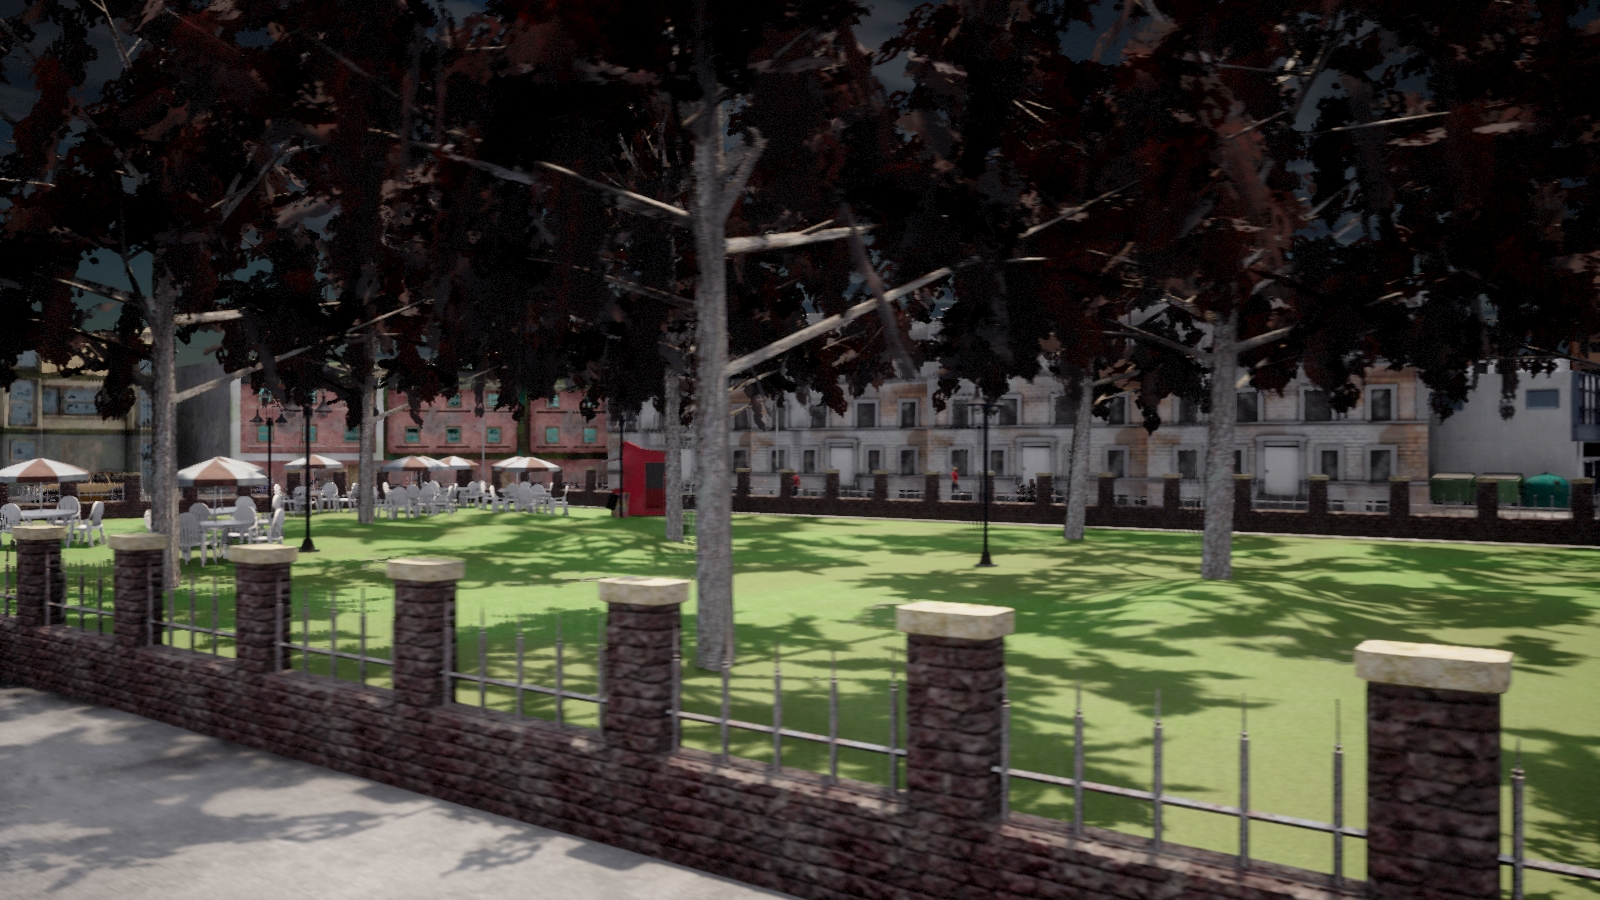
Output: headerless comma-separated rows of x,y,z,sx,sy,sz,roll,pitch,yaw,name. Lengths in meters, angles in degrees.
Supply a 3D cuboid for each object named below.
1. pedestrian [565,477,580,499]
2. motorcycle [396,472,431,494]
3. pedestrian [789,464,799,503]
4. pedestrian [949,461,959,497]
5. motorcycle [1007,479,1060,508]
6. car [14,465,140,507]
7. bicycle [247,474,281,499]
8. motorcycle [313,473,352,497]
-11.405,1.903,57.303,0.500,1.100,0.500,0,0,33,pedestrian
-22.930,1.964,67.738,1.805,1.236,0.856,0,1,-30,motorcycle
-0.290,1.628,55.194,0.375,1.860,0.375,0,0,11,pedestrian
7.988,1.524,59.438,0.375,1.860,0.375,0,0,37,pedestrian
10.656,1.985,52.220,2.209,1.251,0.867,0,0,35,motorcycle
-33.887,1.643,53.659,1.932,1.855,4.605,0,0,36,car
-28.682,1.936,61.152,0.373,1.296,1.643,0,0,36,bicycle
-26.341,1.962,64.393,0.856,1.236,1.805,0,0,39,motorcycle
